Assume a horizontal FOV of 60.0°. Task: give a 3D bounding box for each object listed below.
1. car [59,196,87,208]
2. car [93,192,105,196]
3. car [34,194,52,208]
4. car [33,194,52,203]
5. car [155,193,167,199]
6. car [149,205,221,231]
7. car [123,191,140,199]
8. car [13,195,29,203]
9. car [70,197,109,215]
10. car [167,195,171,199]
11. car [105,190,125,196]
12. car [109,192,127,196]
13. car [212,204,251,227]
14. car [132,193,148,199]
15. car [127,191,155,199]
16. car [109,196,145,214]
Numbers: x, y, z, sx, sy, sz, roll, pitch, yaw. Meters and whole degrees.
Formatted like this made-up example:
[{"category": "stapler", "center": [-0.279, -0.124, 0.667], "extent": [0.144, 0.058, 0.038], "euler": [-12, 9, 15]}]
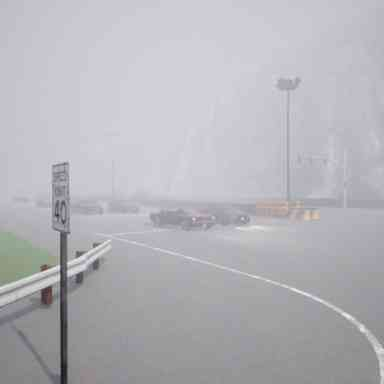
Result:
[{"category": "car", "center": [-16.731, 1.352, 46.579], "extent": [2.033, 1.411, 5.357], "euler": [0, 1, -38]}, {"category": "car", "center": [-20.872, 0.757, 74.770], "extent": [2.097, 1.767, 4.553], "euler": [0, 1, -38]}, {"category": "car", "center": [-19.147, 1.344, 43.984], "extent": [1.812, 1.442, 4.674], "euler": [0, 1, -38]}, {"category": "car", "center": [-26.783, 1.101, 59.592], "extent": [1.882, 1.535, 5.008], "euler": [0, 1, -38]}, {"category": "car", "center": [-7.899, 0.951, 69.532], "extent": [2.097, 1.767, 4.553], "euler": [0, 1, -38]}, {"category": "car", "center": [-0.655, 1.569, 20.486], "extent": [1.895, 1.301, 4.718], "euler": [0, 0, -38]}, {"category": "car", "center": [-14.060, 0.740, 77.414], "extent": [2.097, 1.767, 4.553], "euler": [0, 1, -38]}, {"category": "car", "center": [-29.523, 1.211, 57.414], "extent": [1.895, 1.301, 4.718], "euler": [0, 1, -38]}, {"category": "car", "center": [-10.260, 1.421, 32.624], "extent": [1.837, 1.490, 4.892], "euler": [0, 0, -38]}, {"category": "car", "center": [-6.703, 1.147, 73.701], "extent": [1.895, 1.301, 4.718], "euler": [0, 1, -38]}, {"category": "car", "center": [-16.846, 0.661, 75.295], "extent": [2.150, 2.045, 5.566], "euler": [0, 1, -38]}, {"category": "car", "center": [-14.463, 1.184, 66.727], "extent": [1.895, 1.301, 4.718], "euler": [0, 1, -38]}, {"category": "car", "center": [1.988, 1.523, 22.789], "extent": [1.994, 1.385, 4.181], "euler": [0, 0, -38]}, {"category": "car", "center": [-12.691, 0.901, 81.347], "extent": [1.812, 1.442, 4.674], "euler": [0, 1, -38]}, {"category": "car", "center": [-10.358, 0.831, 67.159], "extent": [2.150, 2.045, 5.566], "euler": [0, 1, -38]}, {"category": "car", "center": [-7.174, 1.416, 34.361], "extent": [1.837, 1.490, 4.892], "euler": [0, 0, -38]}]
